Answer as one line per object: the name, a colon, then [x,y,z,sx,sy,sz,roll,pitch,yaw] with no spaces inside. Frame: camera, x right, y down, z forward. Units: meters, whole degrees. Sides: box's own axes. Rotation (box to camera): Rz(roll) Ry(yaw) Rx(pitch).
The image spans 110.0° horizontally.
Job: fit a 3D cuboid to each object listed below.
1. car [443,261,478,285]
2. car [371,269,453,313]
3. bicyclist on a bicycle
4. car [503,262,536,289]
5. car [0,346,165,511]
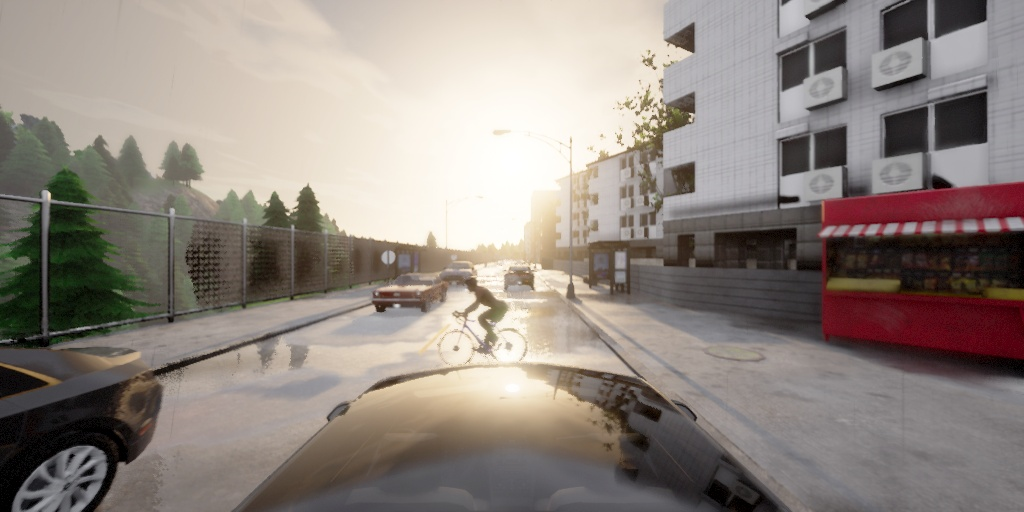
car: [-3.657,1.177,25.241,2.097,1.767,4.553,0,0,1]
car: [-3.877,1.391,14.412,1.895,1.301,4.718,0,0,1]
bicyclist on a bicycle: [-0.553,1.213,6.549,1.656,1.620,0.582,-2,0,1]
car: [0.492,1.326,23.725,1.837,1.490,4.892,0,0,1]
car: [-4.125,1.252,1.196,1.837,1.490,4.892,0,0,1]
